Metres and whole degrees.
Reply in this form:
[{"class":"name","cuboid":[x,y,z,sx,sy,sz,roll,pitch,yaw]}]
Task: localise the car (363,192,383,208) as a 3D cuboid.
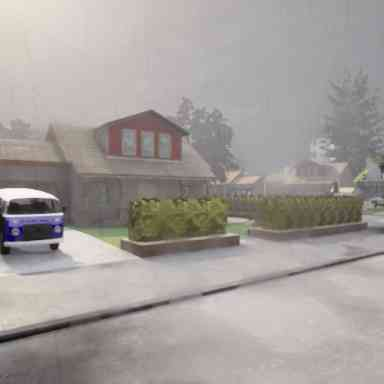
[{"class":"car","cuboid":[23.066,0.989,40.726,3.866,1.878,1.905,0,0,-1]}]
